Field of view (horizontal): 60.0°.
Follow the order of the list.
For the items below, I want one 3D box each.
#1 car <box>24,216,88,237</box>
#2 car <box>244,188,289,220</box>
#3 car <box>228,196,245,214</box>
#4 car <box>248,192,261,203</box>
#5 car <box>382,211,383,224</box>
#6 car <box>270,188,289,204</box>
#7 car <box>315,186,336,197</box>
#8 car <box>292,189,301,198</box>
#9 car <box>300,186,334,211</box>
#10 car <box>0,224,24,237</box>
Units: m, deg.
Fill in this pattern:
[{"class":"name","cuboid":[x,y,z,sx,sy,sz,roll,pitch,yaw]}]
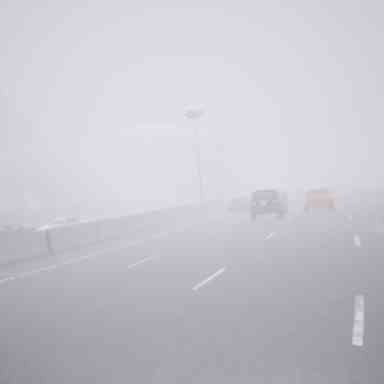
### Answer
[{"class":"car","cuboid":[-9.628,2.613,24.745,1.812,1.442,4.674,-6,0,23]},{"class":"car","cuboid":[5.670,0.786,24.408,2.150,2.045,5.566,-5,0,20]},{"class":"car","cuboid":[4.760,1.192,32.653,2.128,1.511,4.902,-6,0,18]},{"class":"car","cuboid":[9.730,0.815,51.890,1.837,1.490,4.892,-5,0,10]},{"class":"car","cuboid":[7.166,0.889,10.305,2.033,1.411,5.357,-6,0,25]},{"class":"car","cuboid":[11.346,0.452,43.214,2.097,1.767,4.553,-6,0,13]},{"class":"car","cuboid":[19.882,-0.147,49.828,1.994,1.385,4.181,-6,0,10]},{"class":"car","cuboid":[16.708,0.179,51.663,1.994,1.385,4.181,-6,0,10]},{"class":"car","cuboid":[10.262,0.475,27.254,2.097,1.767,4.553,-6,0,19]},{"class":"car","cuboid":[-13.710,3.090,24.025,1.895,1.301,4.718,-6,0,24]}]
